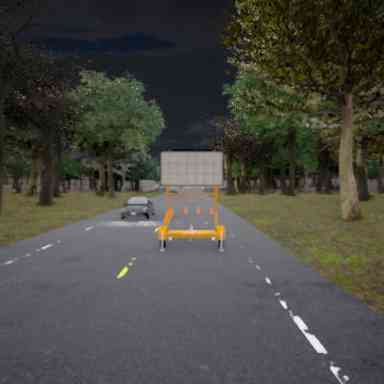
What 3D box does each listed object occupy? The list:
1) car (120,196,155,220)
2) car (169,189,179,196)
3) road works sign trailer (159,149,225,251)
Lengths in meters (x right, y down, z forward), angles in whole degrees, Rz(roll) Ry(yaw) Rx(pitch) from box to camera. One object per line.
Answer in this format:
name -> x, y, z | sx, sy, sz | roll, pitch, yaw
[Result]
car -> -3.602, 1.015, 22.785 | 1.812, 1.442, 4.674 | 0, 1, 0
car -> -3.519, 0.077, 65.321 | 1.895, 1.301, 4.718 | 0, 1, 0
road works sign trailer -> -0.003, 0.183, 12.588 | 2.380, 3.560, 2.880 | 0, 1, 0
